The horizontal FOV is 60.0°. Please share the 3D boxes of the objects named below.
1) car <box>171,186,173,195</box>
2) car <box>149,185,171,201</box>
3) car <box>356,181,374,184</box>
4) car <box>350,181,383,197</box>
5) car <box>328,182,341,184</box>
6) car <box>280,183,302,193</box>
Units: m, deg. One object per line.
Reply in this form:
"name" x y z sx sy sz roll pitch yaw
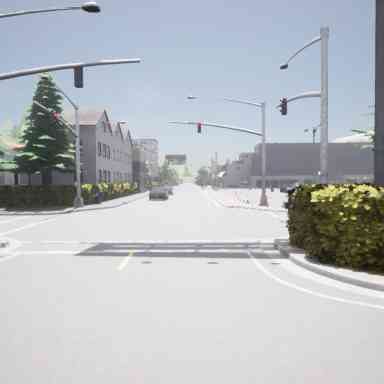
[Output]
"car" -3.877 -0.305 50.968 2.128 1.511 4.902 -1 2 0
"car" -3.822 0.119 38.364 1.882 1.535 5.008 -1 2 0
"car" 18.922 -0.184 34.310 1.905 1.878 3.866 -1 2 -1
"car" 22.145 -0.472 42.199 1.932 1.855 4.605 -1 2 -1
"car" 25.143 -1.052 59.598 2.152 1.636 5.027 -1 2 -1
"car" 15.125 -0.545 52.157 2.007 1.523 4.514 -1 2 -1
